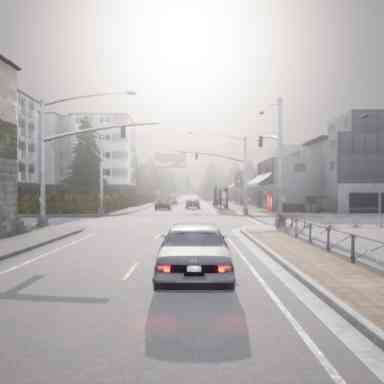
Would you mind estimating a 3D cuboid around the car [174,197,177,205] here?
[{"bbox_3d":[-3.556,1.586,58.018,1.895,1.301,4.718,0,0,0],"label":"car"}]

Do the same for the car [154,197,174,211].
[{"bbox_3d":[-3.560,1.590,41.180,1.895,1.301,4.718,0,0,-1],"label":"car"}]

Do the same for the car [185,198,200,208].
[{"bbox_3d":[0.114,1.514,46.727,1.812,1.442,4.674,0,0,0],"label":"car"}]

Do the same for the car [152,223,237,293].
[{"bbox_3d":[0.062,1.545,8.990,2.033,1.411,5.357,0,0,1],"label":"car"}]
